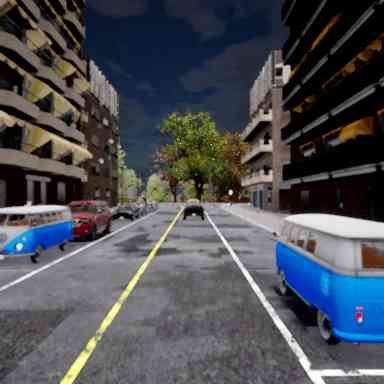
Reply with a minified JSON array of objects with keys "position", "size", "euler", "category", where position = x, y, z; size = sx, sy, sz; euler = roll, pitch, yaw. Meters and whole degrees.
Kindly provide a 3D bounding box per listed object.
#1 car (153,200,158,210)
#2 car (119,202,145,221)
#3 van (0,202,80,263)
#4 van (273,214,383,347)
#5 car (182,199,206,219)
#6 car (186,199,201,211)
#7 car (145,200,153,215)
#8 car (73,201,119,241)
[{"position":[-5.676,1.788,45.834],"size":[2.008,1.369,4.403],"euler":[1,0,0],"category":"car"},{"position":[-5.618,1.712,28.853],"size":[1.947,1.339,4.313],"euler":[1,0,0],"category":"car"},{"position":[-5.650,1.401,11.869],"size":[1.690,1.788,3.998],"euler":[1,0,0],"category":"van"},{"position":[2.705,1.371,6.152],"size":[1.690,1.788,3.998],"euler":[1,0,0],"category":"van"},{"position":[0.165,1.659,30.365],"size":[1.837,1.490,4.892],"euler":[0,0,0],"category":"car"},{"position":[0.194,1.708,44.843],"size":[1.882,1.535,5.008],"euler":[0,0,0],"category":"car"},{"position":[-5.606,1.727,34.515],"size":[2.008,1.369,4.403],"euler":[1,0,0],"category":"car"},{"position":[-5.638,1.403,17.531],"size":[2.192,1.841,5.009],"euler":[1,0,0],"category":"car"}]
